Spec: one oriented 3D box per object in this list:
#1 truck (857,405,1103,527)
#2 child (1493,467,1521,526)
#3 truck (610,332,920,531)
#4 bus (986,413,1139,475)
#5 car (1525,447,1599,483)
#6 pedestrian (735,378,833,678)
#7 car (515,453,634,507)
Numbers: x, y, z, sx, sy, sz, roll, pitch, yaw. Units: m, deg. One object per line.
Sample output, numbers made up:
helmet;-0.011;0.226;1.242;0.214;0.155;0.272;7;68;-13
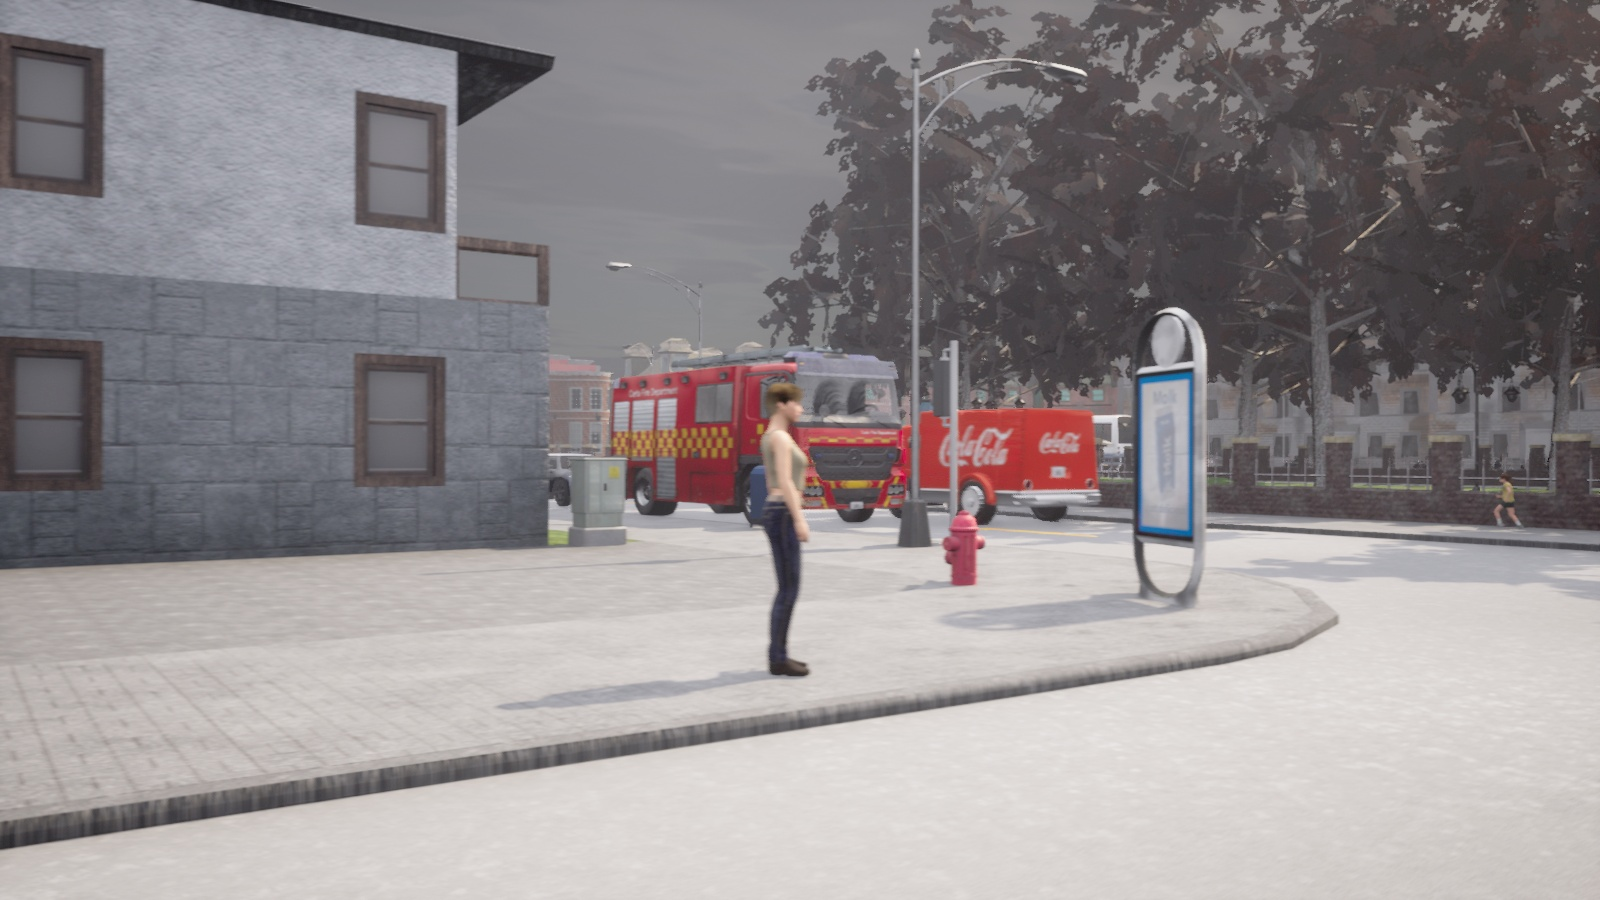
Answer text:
truck;3.911;0.331;28.196;2.627;2.467;5.204;0;0;-35
child;13.441;0.880;23.880;0.255;1.110;0.394;0;0;-35
truck;-1.122;-0.338;28.422;2.891;3.827;8.468;0;0;-34
bus;18.746;-0.414;90.382;10.273;4.253;3.944;0;0;44
car;39.472;0.721;63.336;2.097;1.767;4.553;0;0;-35
pedestrian;-0.105;0.477;7.875;0.594;1.836;0.345;0;0;-3
car;-6.563;0.823;36.217;1.970;1.475;3.806;0;0;-35
